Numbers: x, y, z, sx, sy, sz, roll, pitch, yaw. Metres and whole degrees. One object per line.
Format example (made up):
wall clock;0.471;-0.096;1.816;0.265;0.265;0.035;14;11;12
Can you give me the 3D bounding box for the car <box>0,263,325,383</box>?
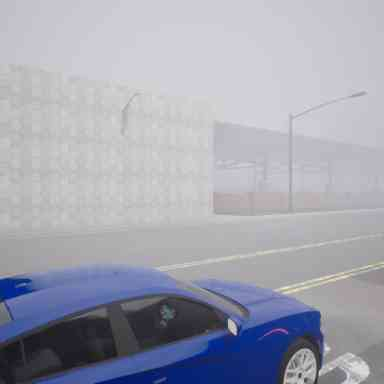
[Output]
car;-0.723;1.478;3.234;5.008;1.535;1.882;0;0;-36
